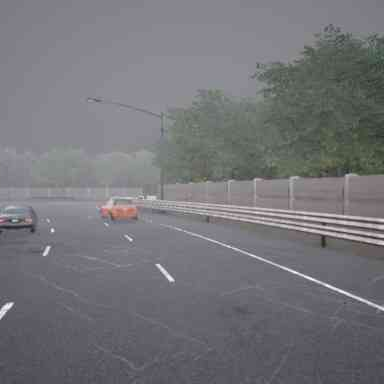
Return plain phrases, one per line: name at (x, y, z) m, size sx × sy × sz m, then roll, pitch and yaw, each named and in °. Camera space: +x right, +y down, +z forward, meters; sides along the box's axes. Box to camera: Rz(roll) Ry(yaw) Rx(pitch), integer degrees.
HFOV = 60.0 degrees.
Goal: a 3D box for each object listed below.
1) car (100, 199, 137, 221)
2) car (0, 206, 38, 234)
car at (-6.093, 1.352, 27.229) m, size 2.097 × 1.767 × 4.553 m, roll 0°, pitch 0°, yaw -27°
car at (-10.171, 1.546, 19.553) m, size 2.033 × 1.411 × 5.357 m, roll 0°, pitch 0°, yaw -24°
